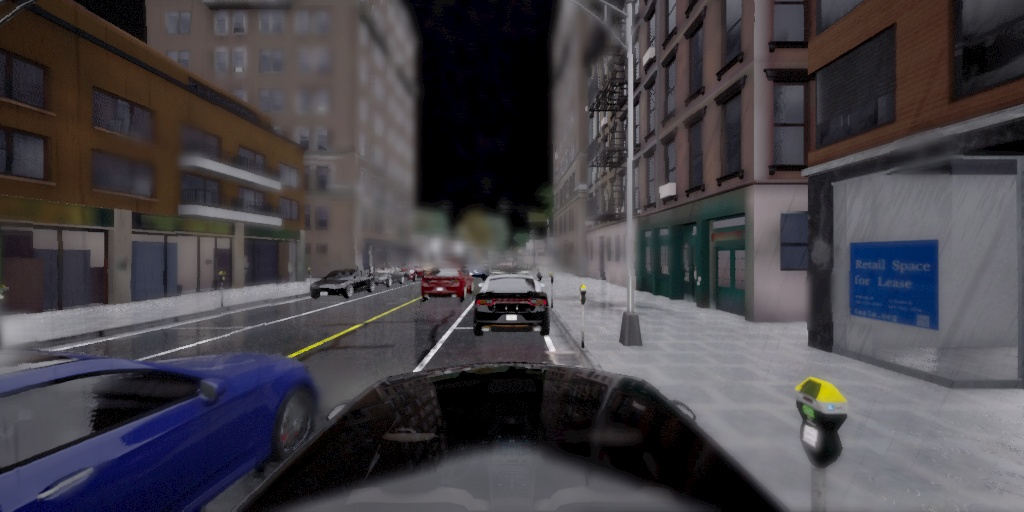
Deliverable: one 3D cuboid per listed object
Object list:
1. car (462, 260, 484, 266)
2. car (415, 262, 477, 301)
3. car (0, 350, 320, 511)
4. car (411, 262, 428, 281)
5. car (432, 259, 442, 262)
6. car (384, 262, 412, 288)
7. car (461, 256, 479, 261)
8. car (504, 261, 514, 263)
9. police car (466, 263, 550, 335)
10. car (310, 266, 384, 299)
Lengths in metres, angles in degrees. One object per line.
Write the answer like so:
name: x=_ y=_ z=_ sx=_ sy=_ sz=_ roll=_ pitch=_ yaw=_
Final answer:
car: x=-3.013 y=1.322 z=32.331 sx=1.994 sy=1.385 sz=4.181 roll=0 pitch=0 yaw=0
car: x=-3.013 y=1.228 z=17.480 sx=1.882 sy=1.535 sz=5.008 roll=0 pitch=0 yaw=0
car: x=-3.020 y=1.275 z=2.010 sx=1.812 sy=1.442 sz=4.674 roll=0 pitch=0 yaw=0
car: x=-8.408 y=1.195 z=29.238 sx=1.967 sy=1.591 sz=4.097 roll=0 pitch=0 yaw=0
car: x=-8.408 y=1.285 z=34.586 sx=1.751 sy=1.417 sz=4.829 roll=0 pitch=0 yaw=0
car: x=-8.408 y=1.302 z=23.719 sx=2.007 sy=1.370 sz=4.403 roll=0 pitch=0 yaw=0
car: x=-5.772 y=0.977 z=49.716 sx=2.150 sy=2.045 sz=5.566 roll=0 pitch=0 yaw=0
car: x=-0.383 y=1.281 z=29.411 sx=1.751 sy=1.417 sz=4.829 roll=0 pitch=0 yaw=0
police car: x=-0.012 y=1.175 z=10.610 sx=1.930 sy=1.638 sz=5.238 roll=0 pitch=0 yaw=0
car: x=-8.408 y=1.316 z=18.201 sx=1.948 sy=1.339 sz=4.313 roll=0 pitch=0 yaw=0
